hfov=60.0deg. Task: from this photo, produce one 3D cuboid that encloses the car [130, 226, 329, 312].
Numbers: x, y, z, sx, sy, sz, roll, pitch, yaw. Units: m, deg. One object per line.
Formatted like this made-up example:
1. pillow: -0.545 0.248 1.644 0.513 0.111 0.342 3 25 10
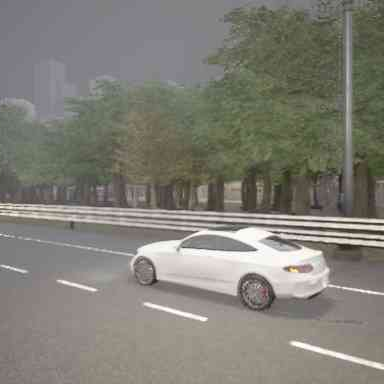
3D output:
1. car: 0.653 1.526 7.703 4.674 1.442 1.812 0 0 36
